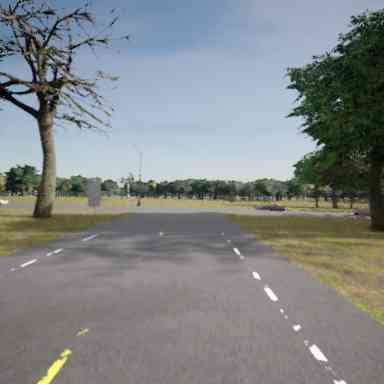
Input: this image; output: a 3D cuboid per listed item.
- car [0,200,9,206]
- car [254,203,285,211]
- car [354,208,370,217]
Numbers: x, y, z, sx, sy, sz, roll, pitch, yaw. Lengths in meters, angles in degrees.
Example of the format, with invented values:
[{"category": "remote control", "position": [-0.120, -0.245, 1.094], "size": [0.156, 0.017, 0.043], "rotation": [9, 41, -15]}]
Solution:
[{"category": "car", "position": [-31.484, 1.517, 52.430], "size": [4.718, 1.301, 1.895], "rotation": [2, 0, 0]}, {"category": "car", "position": [13.782, 2.694, 59.246], "size": [5.357, 1.411, 2.033], "rotation": [1, 0, 0]}, {"category": "car", "position": [27.718, 3.146, 52.180], "size": [4.181, 1.385, 1.994], "rotation": [2, 0, 0]}]
